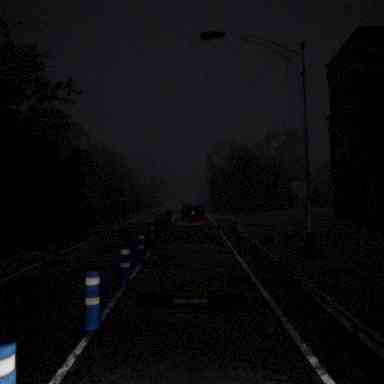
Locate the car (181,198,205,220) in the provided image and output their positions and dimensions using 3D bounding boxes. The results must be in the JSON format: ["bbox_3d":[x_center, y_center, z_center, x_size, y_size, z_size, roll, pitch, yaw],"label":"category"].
[{"bbox_3d":[0.073,1.500,28.532,1.882,1.535,5.008,-1,-1,0],"label":"car"}]

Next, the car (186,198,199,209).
[{"bbox_3d":[0.105,1.624,48.084,1.812,1.442,4.674,0,0,0],"label":"car"}]
